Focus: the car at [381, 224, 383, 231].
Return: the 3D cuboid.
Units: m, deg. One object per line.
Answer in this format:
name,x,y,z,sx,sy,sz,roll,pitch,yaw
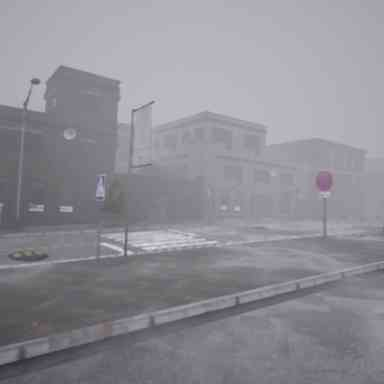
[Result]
car,13.496,1.887,18.425,1.946,1.575,5.366,2,-1,-36
